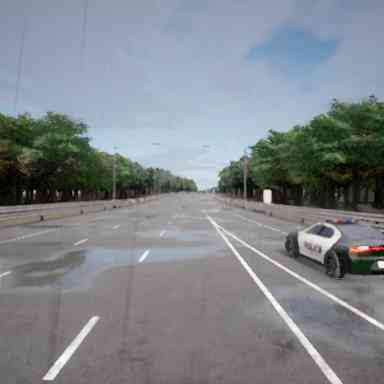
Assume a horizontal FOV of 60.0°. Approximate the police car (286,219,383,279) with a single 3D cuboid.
[{"bbox_3d":[4.658,1.659,10.766,2.038,1.542,4.974,1,-1,-5],"label":"police car"}]
